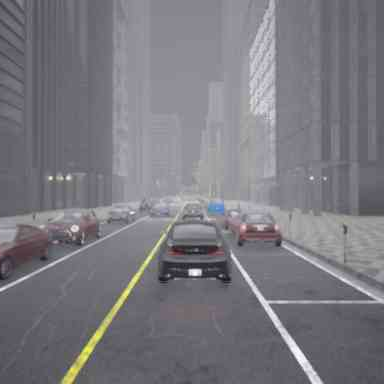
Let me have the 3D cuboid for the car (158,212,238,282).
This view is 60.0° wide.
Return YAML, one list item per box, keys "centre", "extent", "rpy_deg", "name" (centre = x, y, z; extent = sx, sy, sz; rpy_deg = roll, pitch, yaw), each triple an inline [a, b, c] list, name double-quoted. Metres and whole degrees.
- centre: [0.070, 1.584, 9.981]
  extent: [1.837, 1.490, 4.892]
  rpy_deg: [0, 0, 0]
  name: "car"

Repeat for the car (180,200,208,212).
- centre: [0.083, 1.780, 30.659]
  extent: [2.033, 1.411, 5.357]
  rpy_deg: [0, 0, 0]
  name: "car"

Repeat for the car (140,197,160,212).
- centre: [-5.685, 1.635, 43.974]
  extent: [2.192, 1.841, 5.009]
  rpy_deg: [0, 0, 0]
  name: "car"

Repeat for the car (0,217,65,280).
- centre: [-5.672, 1.662, 10.135]
  extent: [1.802, 1.307, 4.206]
  rpy_deg: [0, 0, 0]
  name: "car"

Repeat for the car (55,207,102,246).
- centre: [-5.674, 1.563, 15.776]
  extent: [1.967, 1.590, 4.097]
  rpy_deg: [0, 0, 0]
  name: "car"

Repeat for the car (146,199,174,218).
- centre: [-3.113, 1.777, 33.397]
  extent: [1.812, 1.442, 4.674]
  rpy_deg: [0, 0, 0]
  name: "car"

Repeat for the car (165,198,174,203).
- centre: [-5.703, 2.125, 83.443]
  extent: [1.947, 1.339, 4.313]
  rpy_deg: [0, 0, 0]
  name: "car"

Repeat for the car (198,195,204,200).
- centre: [2.827, 1.922, 72.155]
  extent: [1.967, 1.590, 4.097]
  rpy_deg: [0, 0, 0]
  name: "car"

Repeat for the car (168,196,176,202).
- centre: [-5.709, 2.087, 94.722]
  extent: [1.967, 1.590, 4.097]
  rpy_deg: [0, 0, 0]
  name: "car"

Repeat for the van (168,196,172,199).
- centre: [-5.700, 1.861, 77.806]
  extent: [1.690, 1.788, 3.998]
  rpy_deg: [0, 0, 0]
  name: "van"

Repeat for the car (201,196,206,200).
- centre: [2.842, 1.910, 55.438]
  extent: [1.752, 1.417, 4.829]
  rpy_deg: [0, 0, 1]
  name: "car"

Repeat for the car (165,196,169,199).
- centre: [-5.693, 1.940, 60.680]
  extent: [1.752, 1.417, 4.829]
  rpy_deg: [0, 0, 1]
  name: "car"

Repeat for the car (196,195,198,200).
- centre: [2.819, 1.917, 89.074]
  extent: [2.192, 1.841, 5.009]
  rpy_deg: [0, 0, 0]
  name: "car"

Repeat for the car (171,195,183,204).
- centre: [-3.033, 1.995, 74.501]
  extent: [1.812, 1.442, 4.674]
  rpy_deg: [0, 0, 0]
  name: "car"

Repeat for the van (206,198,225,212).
- centre: [2.843, 1.626, 38.315]
  extent: [1.690, 1.788, 3.998]
  rpy_deg: [0, 0, 0]
  name: "van"

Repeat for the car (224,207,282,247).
- centre: [2.852, 1.563, 15.755]
  extent: [1.967, 1.590, 4.097]
  rpy_deg: [0, 0, 0]
  name: "car"

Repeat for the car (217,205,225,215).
- centre: [2.849, 1.747, 21.395]
  extent: [1.802, 1.307, 4.206]
  rpy_deg: [0, 0, 0]
  name: "car"

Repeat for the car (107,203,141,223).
- centre: [-5.679, 1.758, 27.053]
  extent: [2.008, 1.369, 4.403]
  rpy_deg: [0, 0, 0]
  name: "car"

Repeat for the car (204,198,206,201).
- centre: [2.841, 1.845, 44.126]
  extent: [1.752, 1.417, 4.829]
  rpy_deg: [0, 0, 0]
  name: "car"
